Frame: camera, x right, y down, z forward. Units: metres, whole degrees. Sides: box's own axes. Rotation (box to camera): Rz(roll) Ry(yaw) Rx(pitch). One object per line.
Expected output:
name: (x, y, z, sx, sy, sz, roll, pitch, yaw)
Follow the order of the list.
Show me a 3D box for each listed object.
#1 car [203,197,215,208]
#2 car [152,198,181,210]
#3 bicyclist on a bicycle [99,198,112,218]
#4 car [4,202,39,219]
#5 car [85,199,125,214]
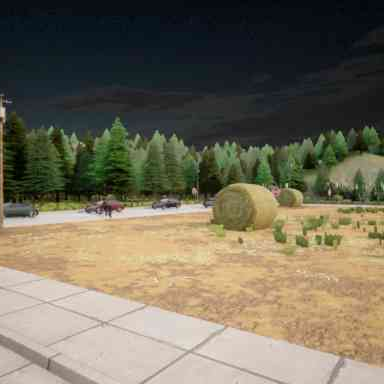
car: (3.501, 1.518, 47.782, 2.128, 1.511, 4.902, 0, 0, 37)
car: (-3.373, 1.552, 44.560, 1.812, 1.442, 4.674, 0, 0, 37)
bicyclist on a bicycle: (-7.034, 1.327, 27.028, 1.656, 1.620, 0.582, 0, 0, 36)
car: (-15.367, 1.591, 28.341, 1.994, 1.385, 4.181, 0, 0, 36)
car: (-9.454, 1.552, 36.333, 1.812, 1.442, 4.674, 0, 0, 36)
